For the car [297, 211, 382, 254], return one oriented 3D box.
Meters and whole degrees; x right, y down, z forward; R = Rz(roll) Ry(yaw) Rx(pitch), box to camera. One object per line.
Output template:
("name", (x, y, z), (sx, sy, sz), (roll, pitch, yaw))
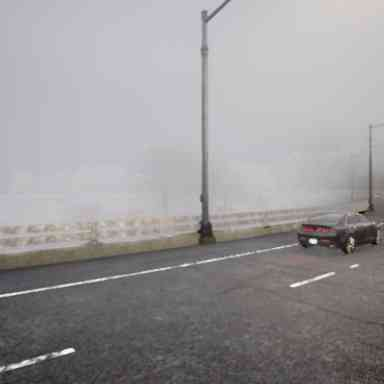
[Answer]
("car", (6.174, 1.531, 13.686), (4.892, 1.490, 1.837), (0, 0, -43))
